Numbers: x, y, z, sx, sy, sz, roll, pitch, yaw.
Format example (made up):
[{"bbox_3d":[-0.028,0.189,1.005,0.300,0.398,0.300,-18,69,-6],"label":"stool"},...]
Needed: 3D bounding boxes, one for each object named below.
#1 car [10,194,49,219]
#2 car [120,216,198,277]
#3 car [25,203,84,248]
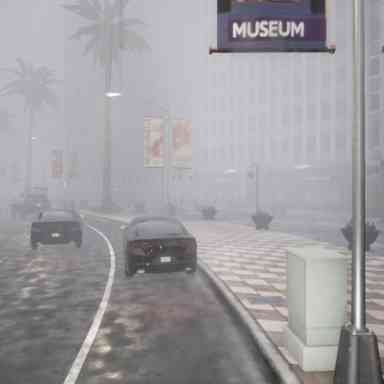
[{"bbox_3d":[-14.290,1.207,29.319,2.150,2.045,5.566,0,0,-40],"label":"car"},{"bbox_3d":[-1.184,1.476,10.449,1.882,1.535,5.008,0,0,-13],"label":"car"},{"bbox_3d":[-5.921,1.472,14.857,1.882,1.535,5.008,0,0,-18],"label":"car"}]
